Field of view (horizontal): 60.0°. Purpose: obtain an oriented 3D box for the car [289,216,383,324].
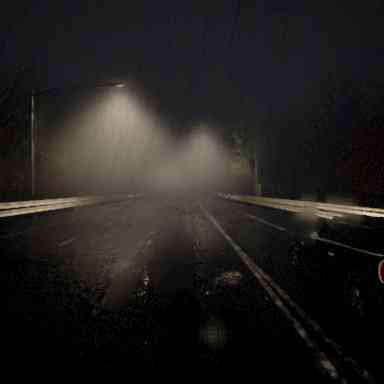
[{"bbox_3d":[3.746,1.293,7.216,2.097,1.767,4.553,0,1,-2],"label":"car"}]
